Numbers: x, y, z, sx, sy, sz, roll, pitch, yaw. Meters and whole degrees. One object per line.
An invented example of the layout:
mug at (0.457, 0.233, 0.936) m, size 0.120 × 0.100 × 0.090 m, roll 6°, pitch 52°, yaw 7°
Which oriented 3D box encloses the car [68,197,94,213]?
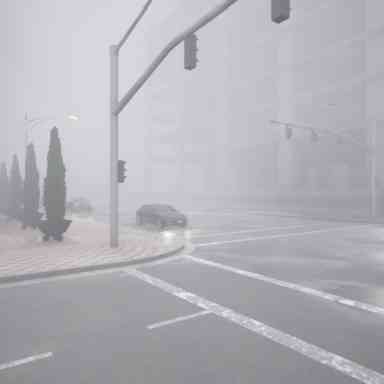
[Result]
car at (-12.700, 1.408, 37.424) m, size 2.097 × 1.767 × 4.553 m, roll 0°, pitch 0°, yaw -35°

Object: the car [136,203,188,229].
car at (-2.129, 1.557, 22.291) m, size 1.837 × 1.490 × 4.892 m, roll 0°, pitch 1°, yaw -35°
